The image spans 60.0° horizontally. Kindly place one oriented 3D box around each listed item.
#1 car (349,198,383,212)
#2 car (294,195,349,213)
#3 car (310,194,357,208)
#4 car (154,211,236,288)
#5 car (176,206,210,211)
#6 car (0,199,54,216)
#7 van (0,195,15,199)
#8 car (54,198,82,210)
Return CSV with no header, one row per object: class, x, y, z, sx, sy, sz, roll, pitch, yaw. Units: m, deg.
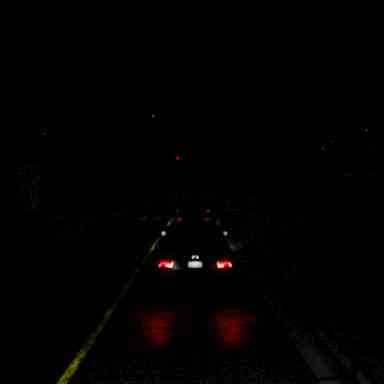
car,16.975,1.194,30.608,4.403,1.369,2.008,-1,2,0
car,11.596,1.270,30.604,4.313,1.339,1.947,-1,2,0
car,16.621,1.044,39.132,4.829,1.417,1.752,-1,2,0
car,0.072,1.497,9.218,2.033,1.411,5.357,0,0,0
car,0.046,1.459,18.444,1.994,1.385,4.181,0,0,0
car,-15.373,1.577,30.583,4.206,1.307,1.802,-1,1,0
van,-21.072,1.264,39.096,3.998,1.788,1.690,-1,1,0
car,-15.560,1.393,39.106,4.829,1.417,1.752,-1,1,0
